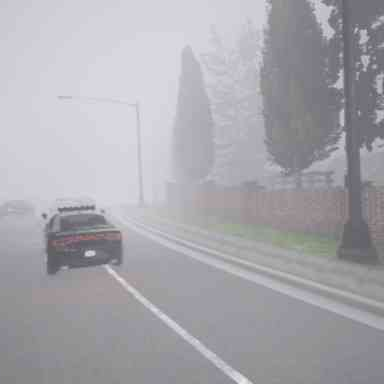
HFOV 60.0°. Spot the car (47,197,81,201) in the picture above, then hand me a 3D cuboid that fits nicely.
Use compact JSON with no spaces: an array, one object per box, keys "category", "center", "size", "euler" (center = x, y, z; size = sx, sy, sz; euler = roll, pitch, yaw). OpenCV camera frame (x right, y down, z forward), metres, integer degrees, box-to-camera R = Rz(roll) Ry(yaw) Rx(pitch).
[{"category":"car","center":[-11.673,1.152,30.450],"size":[1.812,1.442,4.674],"euler":[-2,0,-11]}]

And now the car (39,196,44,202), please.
[{"category":"car","center":[-24.540,1.948,58.237],"size":[1.812,1.442,4.674],"euler":[-2,-1,1]}]

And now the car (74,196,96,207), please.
[{"category":"car","center":[-17.528,1.533,54.632],"size":[1.882,1.535,5.008],"euler":[-3,-1,1]}]

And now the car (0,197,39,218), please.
[{"category":"car","center":[-14.530,1.336,27.692],"size":[1.994,1.385,4.181],"euler":[-3,1,-13]}]

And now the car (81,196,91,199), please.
[{"category":"car","center":[-13.506,1.246,41.937],"size":[2.033,1.411,5.357],"euler":[-2,0,-5]}]

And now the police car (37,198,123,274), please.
[{"category":"police car","center":[-3.564,1.239,10.304],"size":[1.930,1.638,5.238],"euler":[-3,2,-26]}]
